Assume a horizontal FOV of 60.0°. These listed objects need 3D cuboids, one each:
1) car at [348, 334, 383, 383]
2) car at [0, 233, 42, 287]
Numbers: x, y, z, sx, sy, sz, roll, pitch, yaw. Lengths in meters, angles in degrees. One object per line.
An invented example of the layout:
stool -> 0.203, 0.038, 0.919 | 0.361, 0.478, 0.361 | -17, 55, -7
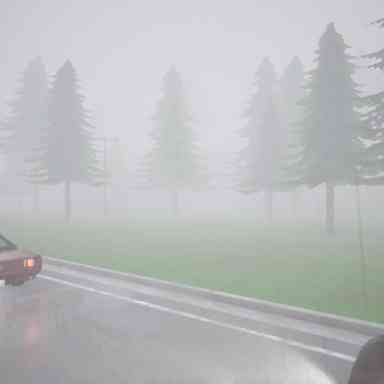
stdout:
car -> 3.055, 1.564, 1.811 | 4.181, 1.385, 1.994 | 0, 0, 36
car -> -5.785, 1.601, 8.108 | 4.718, 1.301, 1.895 | 0, 0, 35
